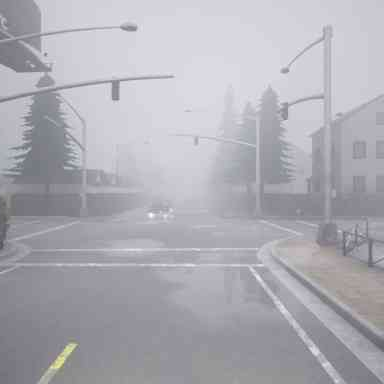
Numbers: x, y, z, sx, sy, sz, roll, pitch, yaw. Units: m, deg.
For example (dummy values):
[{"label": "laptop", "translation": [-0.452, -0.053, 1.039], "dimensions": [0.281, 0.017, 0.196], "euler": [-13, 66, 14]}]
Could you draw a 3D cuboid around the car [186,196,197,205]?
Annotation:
[{"label": "car", "translation": [-0.086, 1.491, 59.322], "dimensions": [2.128, 1.511, 4.902], "euler": [0, 0, 0]}]

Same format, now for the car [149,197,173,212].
[{"label": "car", "translation": [-3.644, 1.352, 38.109], "dimensions": [2.097, 1.767, 4.553], "euler": [0, 0, 0]}]
